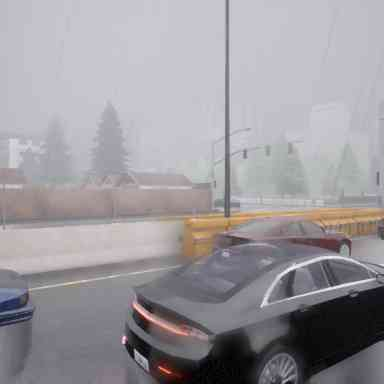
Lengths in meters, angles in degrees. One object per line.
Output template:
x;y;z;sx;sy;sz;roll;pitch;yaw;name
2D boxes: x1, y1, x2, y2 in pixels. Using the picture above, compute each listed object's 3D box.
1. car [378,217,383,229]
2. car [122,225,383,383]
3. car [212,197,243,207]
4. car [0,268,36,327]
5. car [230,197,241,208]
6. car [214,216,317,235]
10.606;1.505;15.659;4.892;1.490;1.837;0;0;-36;car
1.455;1.492;4.796;4.902;1.511;2.128;0;0;-36;car
5.414;1.491;51.363;2.128;1.511;4.902;0;0;-34;car
-5.105;1.547;4.398;5.357;1.411;2.033;0;0;-36;car
4.675;1.601;46.120;1.895;1.301;4.718;0;0;-33;car
2.894;1.478;10.129;5.008;1.535;1.882;0;0;-36;car
